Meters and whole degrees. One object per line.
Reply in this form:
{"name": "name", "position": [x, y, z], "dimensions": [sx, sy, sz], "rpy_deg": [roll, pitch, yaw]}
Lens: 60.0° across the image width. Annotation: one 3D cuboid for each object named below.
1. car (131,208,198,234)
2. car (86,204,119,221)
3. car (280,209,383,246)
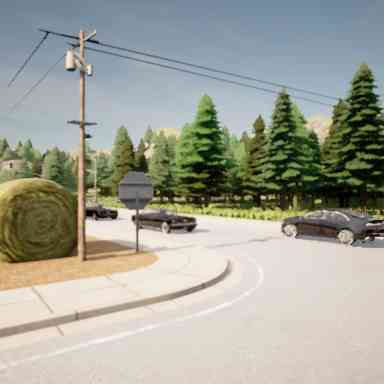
{"name": "car", "position": [-1.727, 1.644, 19.832], "dimensions": [1.895, 1.301, 4.718], "rpy_deg": [0, 0, -38]}
{"name": "car", "position": [-7.845, 1.643, 27.574], "dimensions": [1.895, 1.301, 4.718], "rpy_deg": [0, 0, -38]}
{"name": "car", "position": [6.402, 1.535, 15.630], "dimensions": [2.128, 1.511, 4.902], "rpy_deg": [0, 0, -35]}
